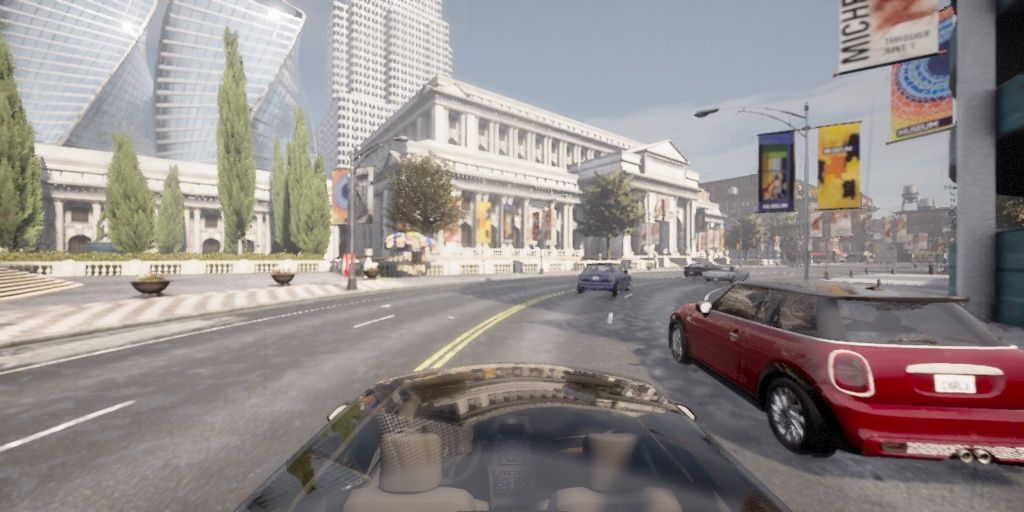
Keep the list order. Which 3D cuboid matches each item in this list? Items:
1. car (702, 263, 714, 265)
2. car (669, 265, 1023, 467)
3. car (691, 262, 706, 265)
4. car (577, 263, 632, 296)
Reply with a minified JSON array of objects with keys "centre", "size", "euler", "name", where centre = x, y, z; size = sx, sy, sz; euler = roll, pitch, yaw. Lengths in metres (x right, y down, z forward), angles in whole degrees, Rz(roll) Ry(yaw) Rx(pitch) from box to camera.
[{"centre":[17.135,1.453,28.529],"size":[4.718,1.301,1.895],"euler":[0,0,-39],"name":"car"},{"centre":[3.986,1.121,5.195],"size":[2.097,1.767,4.553],"euler":[0,0,5],"name":"car"},{"centre":[18.012,1.340,33.640],"size":[5.008,1.535,1.882],"euler":[0,0,-38],"name":"car"},{"centre":[5.255,1.148,19.978],"size":[2.097,1.767,4.553],"euler":[0,0,29],"name":"car"}]
